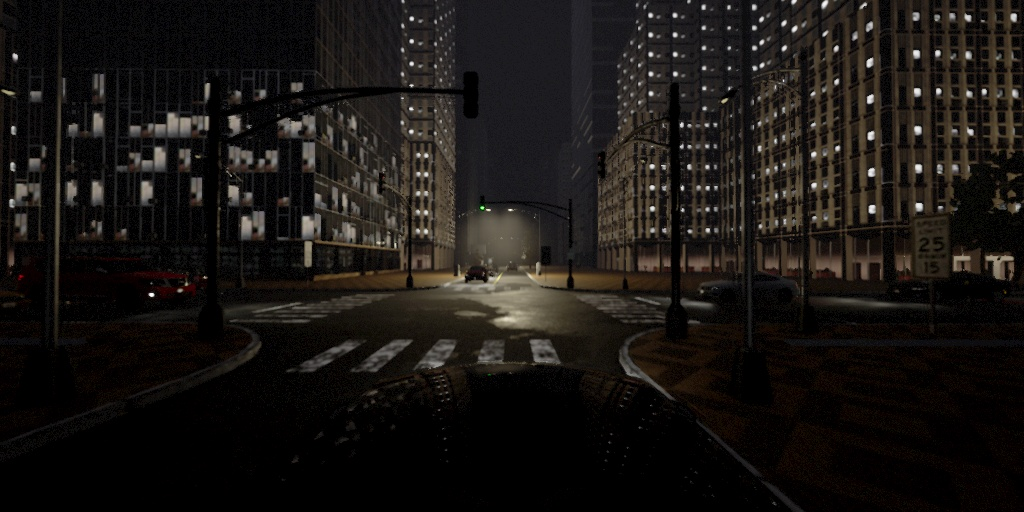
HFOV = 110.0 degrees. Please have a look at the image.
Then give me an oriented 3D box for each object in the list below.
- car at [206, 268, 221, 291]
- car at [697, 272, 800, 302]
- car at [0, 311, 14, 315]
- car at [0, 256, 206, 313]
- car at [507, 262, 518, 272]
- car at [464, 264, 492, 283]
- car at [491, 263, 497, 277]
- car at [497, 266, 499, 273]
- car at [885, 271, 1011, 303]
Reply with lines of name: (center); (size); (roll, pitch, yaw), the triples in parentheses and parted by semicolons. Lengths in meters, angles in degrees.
car: (-19.195, 1.322, 20.344); (4.097, 1.591, 1.967); (0, 0, -1)
car: (11.887, 1.531, 18.138); (4.674, 1.442, 1.812); (0, -1, -2)
car: (-18.892, 1.278, 11.709); (4.829, 1.417, 1.751); (0, 0, -1)
car: (-16.199, 1.033, 14.485); (5.566, 2.045, 2.150); (0, -1, -1)
car: (0.050, 1.976, 62.129); (2.033, 1.411, 5.357); (0, -1, 0)
car: (-3.070, 1.618, 31.996); (1.812, 1.442, 4.674); (0, -1, 0)
car: (-3.061, 1.712, 42.331); (1.837, 1.490, 4.892); (0, -1, 0)
car: (-3.040, 1.874, 54.893); (1.812, 1.442, 4.674); (0, 0, 0)
car: (22.068, 1.530, 18.272); (5.008, 1.535, 1.882); (0, -1, -1)
